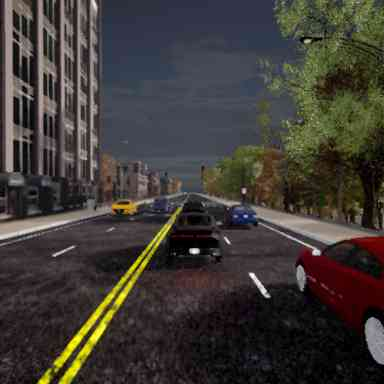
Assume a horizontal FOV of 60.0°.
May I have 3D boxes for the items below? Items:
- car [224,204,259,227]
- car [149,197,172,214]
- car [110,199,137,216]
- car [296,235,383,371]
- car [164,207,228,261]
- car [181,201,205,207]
[{"bbox_3d":[3.325,1.549,23.041,2.033,1.411,5.357,0,0,0],"label":"car"},{"bbox_3d":[-3.329,1.354,35.852,2.097,1.767,4.553,0,0,0],"label":"car"},{"bbox_3d":[-6.587,1.480,32.539,1.882,1.535,5.008,0,0,0],"label":"car"},{"bbox_3d":[3.300,1.478,5.668,1.882,1.535,5.008,0,0,0],"label":"car"},{"bbox_3d":[0.087,1.504,12.216,1.837,1.490,4.892,0,0,0],"label":"car"},{"bbox_3d":[0.096,1.480,28.720,1.882,1.535,5.008,0,0,0],"label":"car"}]
